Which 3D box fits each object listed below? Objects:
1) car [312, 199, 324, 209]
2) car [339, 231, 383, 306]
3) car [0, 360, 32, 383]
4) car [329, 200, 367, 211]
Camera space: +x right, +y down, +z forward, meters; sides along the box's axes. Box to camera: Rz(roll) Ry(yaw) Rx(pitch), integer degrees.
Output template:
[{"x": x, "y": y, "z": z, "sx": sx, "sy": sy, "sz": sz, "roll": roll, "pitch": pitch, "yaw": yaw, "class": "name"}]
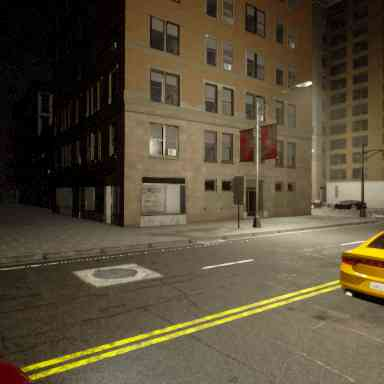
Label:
[{"x": 15.578, "y": 1.582, "z": 44.937, "sx": 2.008, "sy": 1.369, "sz": 4.403, "roll": 0, "pitch": 0, "yaw": -35, "class": "car"}, {"x": 5.222, "y": 1.478, "z": 7.183, "sx": 5.008, "sy": 1.535, "sz": 1.882, "roll": 0, "pitch": 0, "yaw": -35, "class": "car"}, {"x": -3.101, "y": 1.526, "z": 1.223, "sx": 4.674, "sy": 1.442, "sz": 1.812, "roll": 0, "pitch": 0, "yaw": -36, "class": "car"}, {"x": 18.854, "y": 1.596, "z": 40.319, "sx": 1.947, "sy": 1.339, "sz": 4.313, "roll": 0, "pitch": 0, "yaw": -35, "class": "car"}]
